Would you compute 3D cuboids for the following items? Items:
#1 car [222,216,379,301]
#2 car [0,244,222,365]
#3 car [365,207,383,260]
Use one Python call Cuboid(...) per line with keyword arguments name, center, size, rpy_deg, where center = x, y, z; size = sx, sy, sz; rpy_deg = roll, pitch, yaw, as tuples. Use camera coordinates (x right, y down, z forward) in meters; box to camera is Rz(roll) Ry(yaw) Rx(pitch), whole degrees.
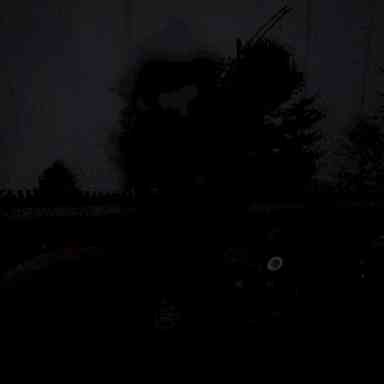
Cuboid(name="car", center=(2.663, 1.511, 8.459), size=(4.097, 1.590, 1.967), rpy_deg=(1, 0, -36))
Cuboid(name="car", center=(-1.920, 1.558, 5.189), size=(4.507, 1.381, 1.887), rpy_deg=(1, 0, -36))
Cuboid(name="car", center=(7.246, 1.445, 11.731), size=(5.009, 1.841, 2.192), rpy_deg=(1, 0, -36))
